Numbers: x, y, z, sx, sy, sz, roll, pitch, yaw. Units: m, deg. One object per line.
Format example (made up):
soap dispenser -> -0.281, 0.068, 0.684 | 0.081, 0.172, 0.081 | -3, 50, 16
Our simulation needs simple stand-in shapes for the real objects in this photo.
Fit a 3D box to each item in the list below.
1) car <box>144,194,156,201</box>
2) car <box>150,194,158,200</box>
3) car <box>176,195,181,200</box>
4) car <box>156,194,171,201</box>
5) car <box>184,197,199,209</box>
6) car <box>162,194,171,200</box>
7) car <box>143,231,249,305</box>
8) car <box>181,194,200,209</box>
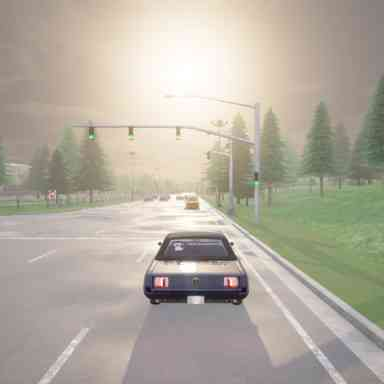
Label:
car -> -10.371, 1.531, 80.340 | 2.033, 1.411, 5.357 | 0, 0, 0
car -> -10.354, 1.332, 90.760 | 1.837, 1.490, 4.892 | 0, 0, 0
car -> -3.353, 1.553, 91.162 | 1.994, 1.385, 4.181 | 0, 0, 0
car -> -6.871, 1.531, 80.334 | 2.033, 1.411, 5.357 | 0, 0, 0
car -> -0.017, 1.576, 49.703 | 2.033, 1.411, 5.357 | -1, 1, 2
car -> -6.854, 1.372, 90.754 | 2.033, 1.411, 5.357 | 0, 0, 0
car -> 0.092, 1.601, 8.035 | 1.895, 1.301, 4.718 | 0, 0, 0
car -> -0.076, 1.096, 46.167 | 1.882, 1.535, 5.008 | -3, 16, -4
